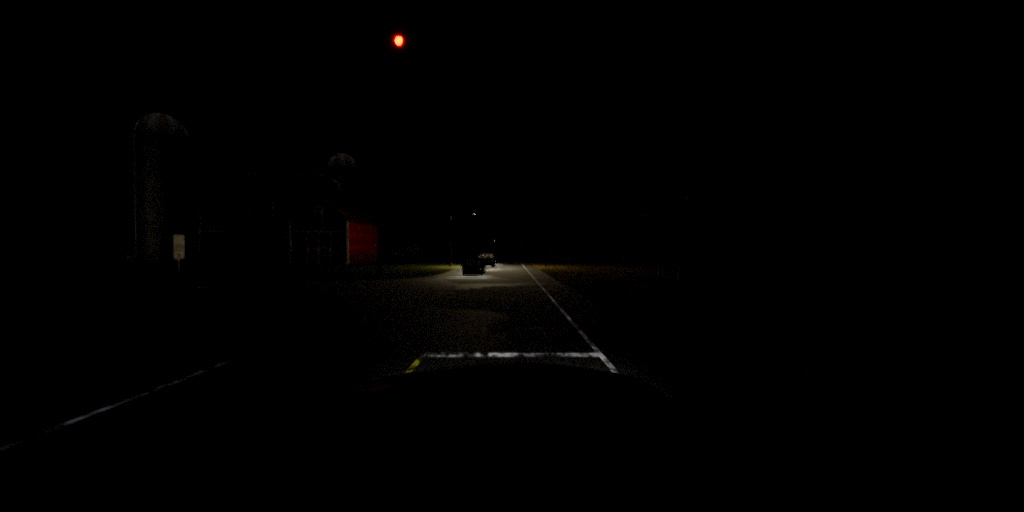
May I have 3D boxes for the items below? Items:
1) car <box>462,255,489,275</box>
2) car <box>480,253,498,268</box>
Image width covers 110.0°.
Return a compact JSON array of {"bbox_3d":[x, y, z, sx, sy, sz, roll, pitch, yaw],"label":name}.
[{"bbox_3d":[-3.503,0.975,33.626,1.882,1.535,5.008,0,2,0],"label":"car"},{"bbox_3d":[-3.506,0.547,49.385,2.150,2.045,5.566,0,1,0],"label":"car"}]
